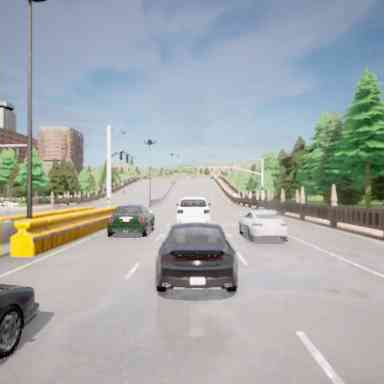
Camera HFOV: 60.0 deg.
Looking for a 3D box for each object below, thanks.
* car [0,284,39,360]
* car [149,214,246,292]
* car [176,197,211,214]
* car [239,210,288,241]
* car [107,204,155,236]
[{"bbox_3d":[-3.401,1.569,2.942,2.033,1.411,5.357,0,0,0],"label":"car"},{"bbox_3d":[0.103,1.568,9.064,1.837,1.490,4.892,0,-1,0],"label":"car"},{"bbox_3d":[0.101,1.382,22.745,2.150,2.045,5.566,0,0,0],"label":"car"},{"bbox_3d":[3.600,1.648,17.189,1.812,1.442,4.674,0,0,0],"label":"car"},{"bbox_3d":[-3.396,1.489,19.272,2.097,1.767,4.553,0,0,0],"label":"car"}]
